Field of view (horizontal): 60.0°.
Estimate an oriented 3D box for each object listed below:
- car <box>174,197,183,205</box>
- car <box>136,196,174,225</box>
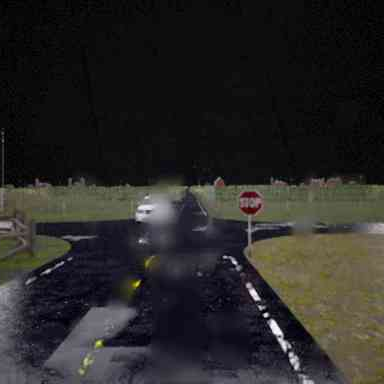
[{"bbox_3d":[-2.743,1.563,61.900,2.033,1.411,5.357,0,0,0],"label":"car"},{"bbox_3d":[-2.746,1.315,24.797,2.150,2.045,5.566,0,0,0],"label":"car"}]
